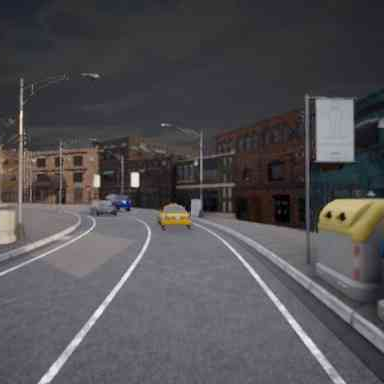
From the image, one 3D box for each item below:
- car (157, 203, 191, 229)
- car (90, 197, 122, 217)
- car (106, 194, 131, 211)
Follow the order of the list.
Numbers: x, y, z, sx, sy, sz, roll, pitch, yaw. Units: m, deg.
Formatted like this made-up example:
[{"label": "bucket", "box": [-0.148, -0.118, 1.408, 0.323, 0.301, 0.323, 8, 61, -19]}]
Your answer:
[{"label": "car", "box": [-1.271, 1.509, 21.921, 1.801, 1.575, 5.366, 0, 0, -10]}, {"label": "car", "box": [-8.581, 1.540, 32.116, 1.837, 1.490, 4.892, 1, -1, -28]}, {"label": "car", "box": [-9.341, 1.291, 40.382, 2.150, 2.045, 5.566, 1, -1, -36]}]
